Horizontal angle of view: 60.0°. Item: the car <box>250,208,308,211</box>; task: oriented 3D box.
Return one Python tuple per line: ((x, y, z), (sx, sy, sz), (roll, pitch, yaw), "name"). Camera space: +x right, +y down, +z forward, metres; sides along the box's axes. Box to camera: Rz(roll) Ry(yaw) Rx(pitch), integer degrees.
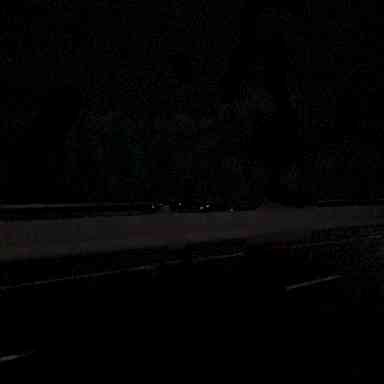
((7.087, 1.004, 25.048), (5.566, 2.045, 2.150), (1, 0, -30), "car")
